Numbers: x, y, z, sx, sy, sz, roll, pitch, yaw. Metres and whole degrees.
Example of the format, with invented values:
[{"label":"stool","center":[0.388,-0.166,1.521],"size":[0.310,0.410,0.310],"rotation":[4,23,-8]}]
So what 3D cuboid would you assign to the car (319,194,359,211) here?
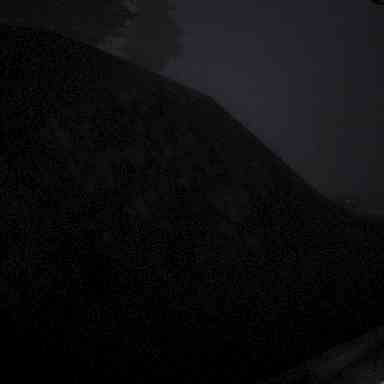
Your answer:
[{"label":"car","center":[18.698,1.332,42.549],"size":[2.150,2.045,5.566],"rotation":[1,0,-16]}]
